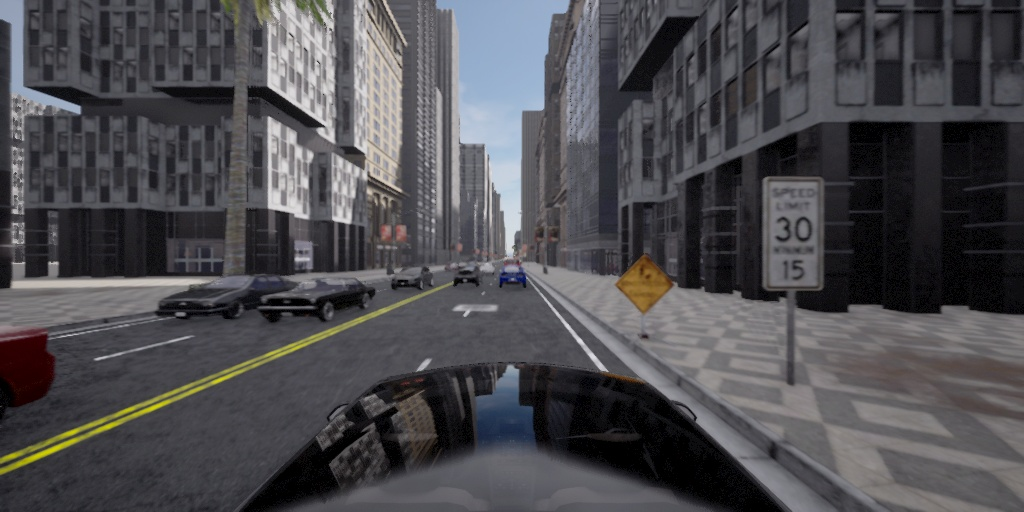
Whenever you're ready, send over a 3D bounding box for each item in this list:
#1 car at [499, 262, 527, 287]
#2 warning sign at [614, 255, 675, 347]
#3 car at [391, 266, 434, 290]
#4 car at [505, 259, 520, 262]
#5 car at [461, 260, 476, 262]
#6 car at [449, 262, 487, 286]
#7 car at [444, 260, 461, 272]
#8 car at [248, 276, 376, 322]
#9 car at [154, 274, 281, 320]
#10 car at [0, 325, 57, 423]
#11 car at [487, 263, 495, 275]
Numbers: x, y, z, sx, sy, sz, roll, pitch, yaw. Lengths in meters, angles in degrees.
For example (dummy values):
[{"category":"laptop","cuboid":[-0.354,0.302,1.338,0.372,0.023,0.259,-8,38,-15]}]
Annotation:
[{"category":"car","cuboid":[0.060,1.414,26.358,1.882,1.535,5.008,0,0,0]},{"category":"warning sign","cuboid":[2.846,0.899,7.783,1.300,1.860,1.060,0,0,0]},{"category":"car","cuboid":[-6.547,1.418,23.997,1.837,1.490,4.892,0,0,1]},{"category":"car","cuboid":[0.070,1.361,45.299,2.150,2.045,5.566,0,-1,0]},{"category":"car","cuboid":[-6.564,1.655,58.680,2.097,1.767,4.553,0,-1,0]},{"category":"car","cuboid":[-3.219,1.450,27.126,1.837,1.490,4.892,0,0,1]},{"category":"car","cuboid":[-9.814,1.828,58.653,1.812,1.442,4.674,0,-1,0]},{"category":"car","cuboid":[-6.596,1.420,12.719,1.895,1.301,4.718,0,0,0]},{"category":"car","cuboid":[-9.851,1.370,13.327,2.033,1.411,5.357,0,0,0]},{"category":"car","cuboid":[-6.600,1.231,2.273,1.882,1.535,5.008,0,0,0]},{"category":"car","cuboid":[-3.179,1.677,46.366,1.812,1.442,4.674,0,-1,0]}]
